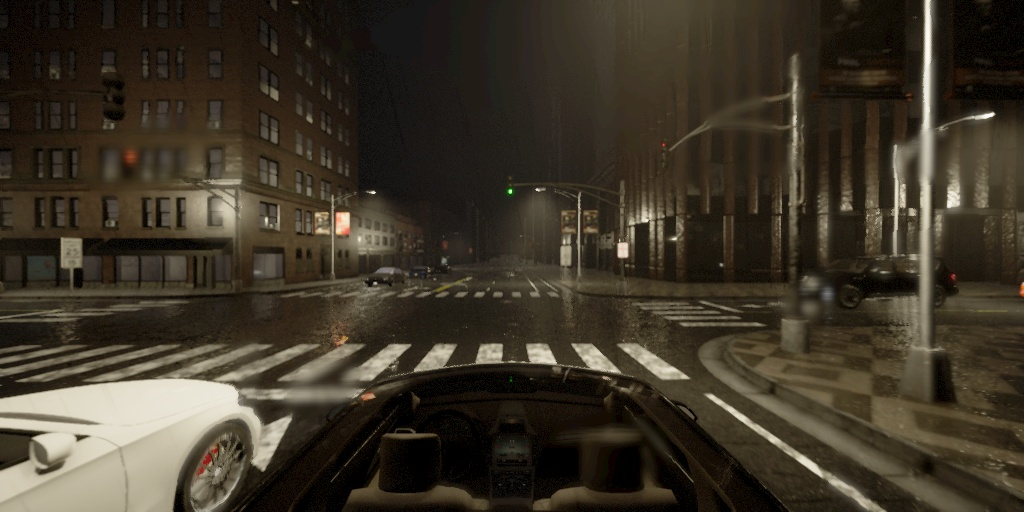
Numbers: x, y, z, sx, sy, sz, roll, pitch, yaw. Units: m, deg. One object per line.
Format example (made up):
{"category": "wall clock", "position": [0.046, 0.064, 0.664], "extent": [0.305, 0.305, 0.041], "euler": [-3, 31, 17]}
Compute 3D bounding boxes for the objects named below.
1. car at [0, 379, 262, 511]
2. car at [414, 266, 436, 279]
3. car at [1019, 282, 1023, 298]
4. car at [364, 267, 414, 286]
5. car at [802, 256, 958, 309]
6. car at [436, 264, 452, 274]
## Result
{"category": "car", "position": [-3.154, 1.270, 1.221], "extent": [1.812, 1.442, 4.674], "euler": [0, 0, 1]}
{"category": "car", "position": [-9.822, 1.740, 38.555], "extent": [1.994, 1.385, 4.181], "euler": [0, -1, -1]}
{"category": "car", "position": [24.504, 1.114, 14.930], "extent": [4.553, 1.767, 2.097], "euler": [0, 0, 0]}
{"category": "car", "position": [-9.812, 1.608, 28.609], "extent": [2.033, 1.411, 5.357], "euler": [0, -1, 2]}
{"category": "car", "position": [14.835, 1.021, 14.900], "extent": [5.566, 2.045, 2.150], "euler": [0, 0, 0]}
{"category": "car", "position": [-9.782, 1.876, 50.465], "extent": [1.994, 1.385, 4.181], "euler": [0, -1, 1]}
